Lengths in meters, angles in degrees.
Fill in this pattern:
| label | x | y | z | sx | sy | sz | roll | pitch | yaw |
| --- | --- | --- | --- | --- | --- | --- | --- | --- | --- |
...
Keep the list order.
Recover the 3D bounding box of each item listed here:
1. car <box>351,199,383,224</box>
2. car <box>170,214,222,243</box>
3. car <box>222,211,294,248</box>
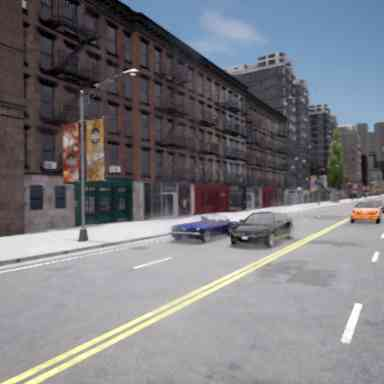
| label | x | y | z | sx | sy | sz | roll | pitch | yaw |
| --- | --- | --- | --- | --- | --- | --- | --- | --- | --- |
| car | 14.579 | 1.605 | 27.741 | 2.097 | 1.767 | 4.553 | -1 | -1 | 32 |
| car | 0.804 | 1.896 | 18.031 | 1.895 | 1.301 | 4.718 | -1 | -1 | 32 |
| car | 3.571 | 1.708 | 16.333 | 1.882 | 1.535 | 5.008 | -1 | -1 | 32 |
